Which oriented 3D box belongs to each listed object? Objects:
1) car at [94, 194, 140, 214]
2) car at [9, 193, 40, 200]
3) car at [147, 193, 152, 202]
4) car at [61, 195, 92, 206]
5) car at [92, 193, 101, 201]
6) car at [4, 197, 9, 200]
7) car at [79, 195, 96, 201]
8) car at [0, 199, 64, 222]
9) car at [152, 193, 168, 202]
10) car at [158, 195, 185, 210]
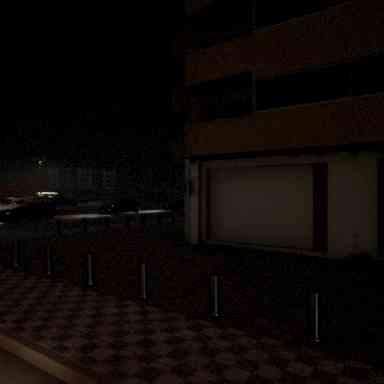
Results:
[{"bbox_3d":[-7.760,1.407,35.717,2.097,1.767,4.553,0,0,35],"label":"car"},{"bbox_3d":[-34.062,1.209,67.886,1.932,1.855,4.605,0,0,35],"label":"car"},{"bbox_3d":[-7.919,1.212,70.901,1.905,1.878,3.866,0,0,35],"label":"car"},{"bbox_3d":[-20.214,1.451,58.202,1.970,1.475,3.806,0,0,35],"label":"car"},{"bbox_3d":[-23.961,1.211,82.202,1.905,1.878,3.866,0,0,35],"label":"car"},{"bbox_3d":[-36.389,1.419,69.611,1.784,1.438,3.905,0,0,35],"label":"car"},{"bbox_3d":[-26.319,1.451,83.883,1.970,1.475,3.806,0,0,35],"label":"car"},{"bbox_3d":[-13.437,1.581,27.600,1.812,1.442,4.674,0,0,35],"label":"car"},{"bbox_3d":[-5.587,1.209,69.185,1.932,1.855,4.605,0,0,35],"label":"car"},{"bbox_3d":[-1.768,1.545,44.230,2.128,1.511,4.902,0,0,35],"label":"car"}]
